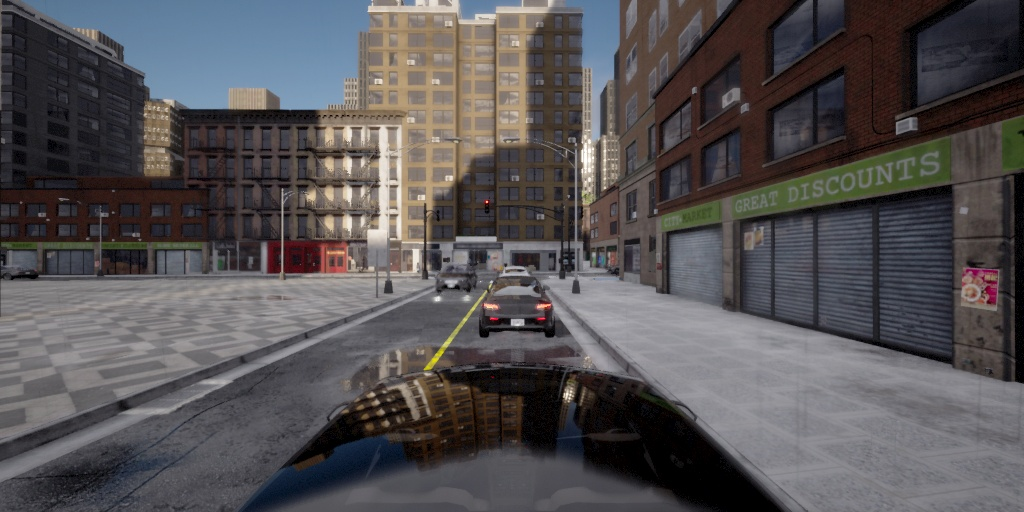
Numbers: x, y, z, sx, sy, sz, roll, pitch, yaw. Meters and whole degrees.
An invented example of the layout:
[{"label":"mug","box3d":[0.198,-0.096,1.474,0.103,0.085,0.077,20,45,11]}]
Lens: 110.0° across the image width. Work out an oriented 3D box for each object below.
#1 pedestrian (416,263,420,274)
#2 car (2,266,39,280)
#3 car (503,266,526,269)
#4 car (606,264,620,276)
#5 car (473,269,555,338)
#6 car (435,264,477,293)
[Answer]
[{"label":"pedestrian","box3d":[-10.050,0.969,38.287,0.375,1.860,0.375,0,0,-1]},{"label":"car","box3d":[-49.092,1.634,34.868,4.181,1.385,1.994,0,0,1]},{"label":"car","box3d":[0.145,1.269,19.870,1.812,1.442,4.674,0,0,-1]},{"label":"car","box3d":[11.722,1.151,35.461,4.674,1.442,1.812,-1,0,-2]},{"label":"car","box3d":[0.119,1.274,10.089,1.812,1.442,4.674,0,0,0]},{"label":"car","box3d":[-3.077,1.235,20.550,2.128,1.511,4.902,0,0,0]}]
